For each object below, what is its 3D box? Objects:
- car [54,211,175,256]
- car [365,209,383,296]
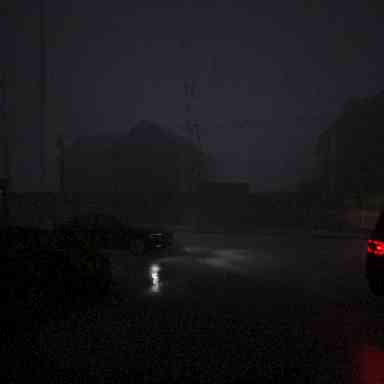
[{"bbox_3d":[-3.135,1.528,13.259,5.008,1.535,1.882,0,0,19],"label":"car"},{"bbox_3d":[5.906,1.255,7.816,2.150,2.045,5.566,0,0,44],"label":"car"}]
